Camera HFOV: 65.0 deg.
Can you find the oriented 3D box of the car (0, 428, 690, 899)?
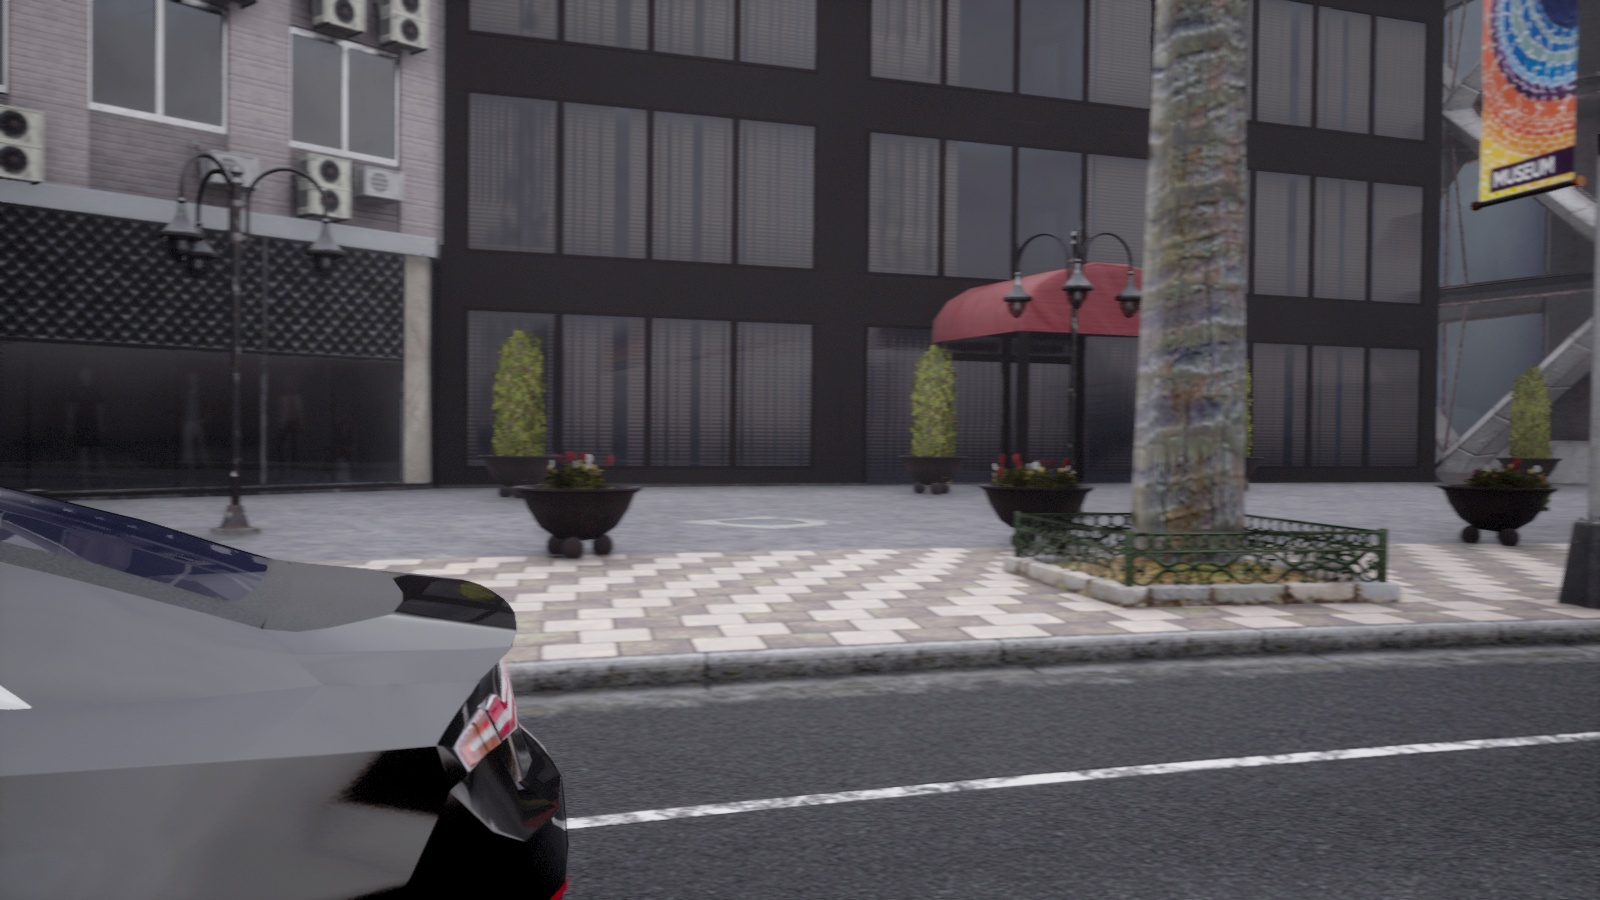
[{"bbox_3d":[-2.851,0.747,2.100,4.902,1.511,2.128,-1,1,-22],"label":"car"}]
